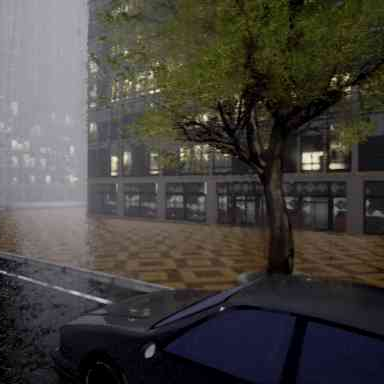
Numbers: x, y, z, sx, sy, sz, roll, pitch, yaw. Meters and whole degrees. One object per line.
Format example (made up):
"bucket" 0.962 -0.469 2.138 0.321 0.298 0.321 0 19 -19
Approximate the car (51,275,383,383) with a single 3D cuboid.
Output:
"car" 1.006 1.547 2.966 5.357 1.411 2.033 0 0 35
